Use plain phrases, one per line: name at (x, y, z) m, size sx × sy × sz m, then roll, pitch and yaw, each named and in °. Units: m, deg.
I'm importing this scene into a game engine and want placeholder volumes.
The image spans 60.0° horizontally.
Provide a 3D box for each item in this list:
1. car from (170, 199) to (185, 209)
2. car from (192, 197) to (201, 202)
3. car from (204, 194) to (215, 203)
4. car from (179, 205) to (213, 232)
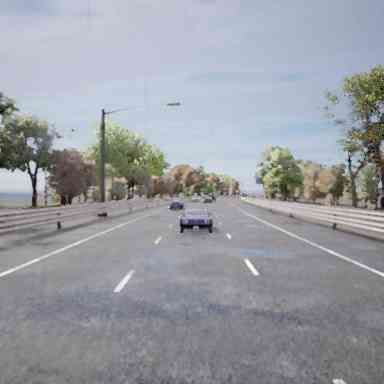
car at (-2.031, 1.708, 47.154) m, size 1.812 × 1.442 × 4.674 m, roll 0°, pitch 0°, yaw 4°
car at (1.202, 1.989, 86.157) m, size 1.895 × 1.301 × 4.718 m, roll 0°, pitch 0°, yaw 6°
car at (3.952, 1.880, 78.852) m, size 1.812 × 1.442 × 4.674 m, roll 0°, pitch 0°, yaw 6°
car at (0.266, 1.674, 20.479) m, size 1.895 × 1.301 × 4.718 m, roll 0°, pitch 0°, yaw 1°
